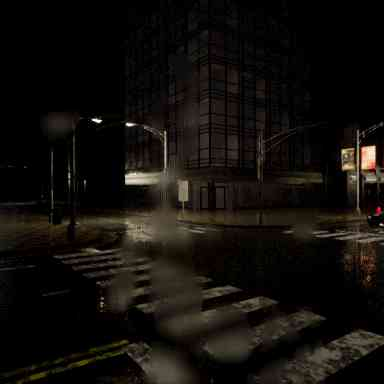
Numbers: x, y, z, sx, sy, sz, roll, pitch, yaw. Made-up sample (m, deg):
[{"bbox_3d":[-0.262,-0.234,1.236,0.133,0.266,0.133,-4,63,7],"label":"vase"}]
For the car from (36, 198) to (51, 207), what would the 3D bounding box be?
[{"bbox_3d":[-24.775,1.668,55.854,2.033,1.411,5.357,0,0,-34],"label":"car"}]

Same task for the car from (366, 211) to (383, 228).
[{"bbox_3d":[12.960,1.605,20.811,4.718,1.301,1.895,0,0,-35],"label":"car"}]
